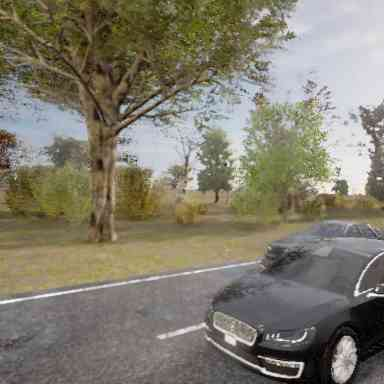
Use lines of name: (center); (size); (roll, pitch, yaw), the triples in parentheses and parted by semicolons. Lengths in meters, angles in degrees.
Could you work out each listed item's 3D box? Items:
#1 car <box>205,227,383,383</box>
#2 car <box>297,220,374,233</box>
car: (2.441, 1.564, 5.430); (4.892, 1.490, 1.837); (1, 0, -36)
car: (4.859, 1.669, 11.154); (5.357, 1.411, 2.033); (1, 0, -36)
